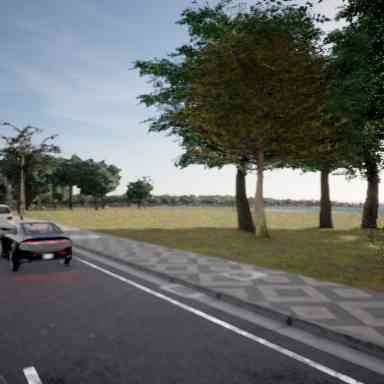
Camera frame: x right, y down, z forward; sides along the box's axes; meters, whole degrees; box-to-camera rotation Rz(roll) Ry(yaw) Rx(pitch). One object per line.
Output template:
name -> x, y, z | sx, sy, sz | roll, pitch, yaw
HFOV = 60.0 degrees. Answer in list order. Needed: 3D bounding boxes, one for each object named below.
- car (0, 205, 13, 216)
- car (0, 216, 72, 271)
car -> -14.135, 1.914, 23.604 | 2.150, 2.045, 5.566 | 2, -2, -36
car -> -5.946, 1.864, 12.441 | 2.128, 1.511, 4.902 | 2, -2, -36
